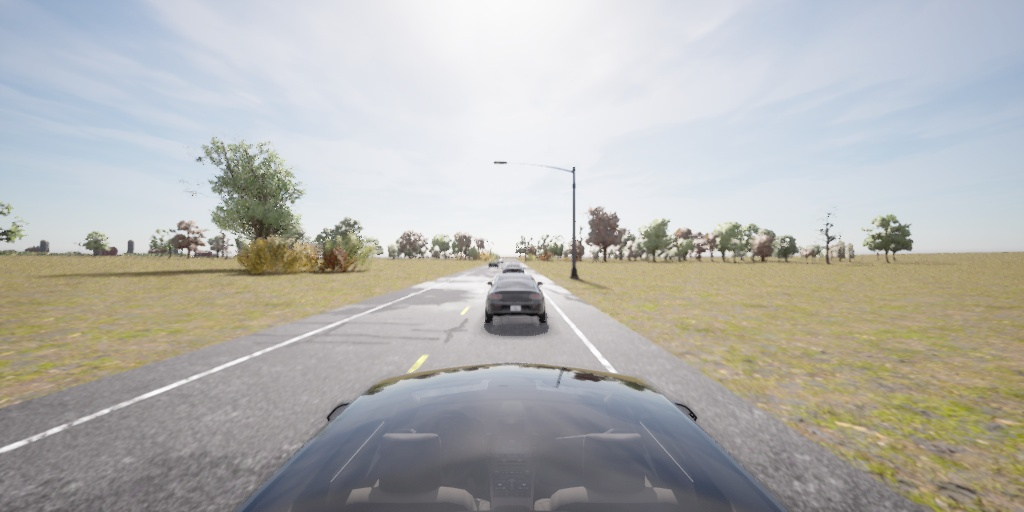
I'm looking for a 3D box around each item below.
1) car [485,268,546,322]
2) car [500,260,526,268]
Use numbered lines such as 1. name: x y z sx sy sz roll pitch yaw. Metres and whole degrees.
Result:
1. car: 0.107 1.308 12.325 1.812 1.442 4.674 0 0 0
2. car: 0.116 1.342 30.454 1.837 1.490 4.892 0 0 0
